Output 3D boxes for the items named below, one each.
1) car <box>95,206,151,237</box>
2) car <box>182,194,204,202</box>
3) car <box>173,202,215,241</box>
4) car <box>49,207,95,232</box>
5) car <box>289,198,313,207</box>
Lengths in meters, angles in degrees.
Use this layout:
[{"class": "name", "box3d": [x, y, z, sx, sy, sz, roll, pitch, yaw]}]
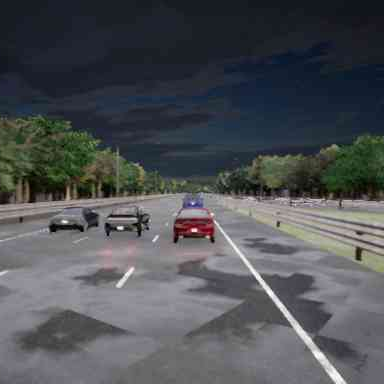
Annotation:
[{"class": "car", "box3d": [-3.402, 1.501, 18.236, 2.128, 1.511, 4.902, 0, 0, 0]}, {"class": "car", "box3d": [0.094, 1.259, 35.695, 2.150, 2.045, 5.566, 0, 0, 0]}, {"class": "car", "box3d": [0.098, 1.486, 16.664, 1.882, 1.535, 5.008, 0, 0, 0]}, {"class": "car", "box3d": [-6.898, 1.563, 20.019, 1.994, 1.385, 4.181, 0, 0, 0]}, {"class": "car", "box3d": [18.947, 1.706, 58.185, 1.882, 1.535, 5.008, 0, 0, -18]}]
